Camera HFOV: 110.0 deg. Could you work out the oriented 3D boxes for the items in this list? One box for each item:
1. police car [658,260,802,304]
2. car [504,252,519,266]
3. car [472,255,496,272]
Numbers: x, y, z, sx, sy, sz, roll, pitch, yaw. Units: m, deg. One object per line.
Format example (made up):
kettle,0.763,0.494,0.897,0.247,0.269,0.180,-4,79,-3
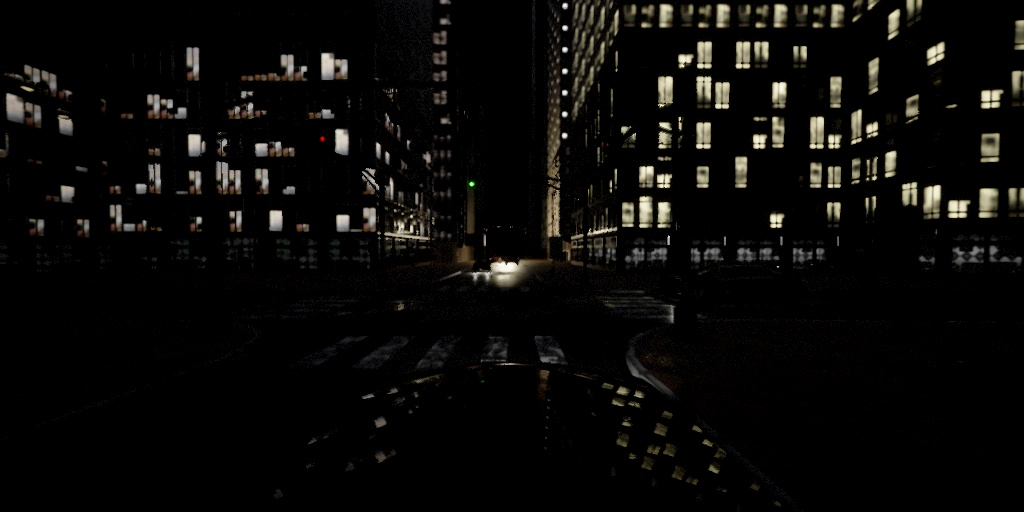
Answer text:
police car,8.813,1.013,14.739,5.238,1.638,1.930,0,1,2
car,-0.009,0.444,56.942,2.150,2.045,5.566,0,1,0
car,-3.098,0.939,38.361,2.033,1.411,5.357,0,1,0
